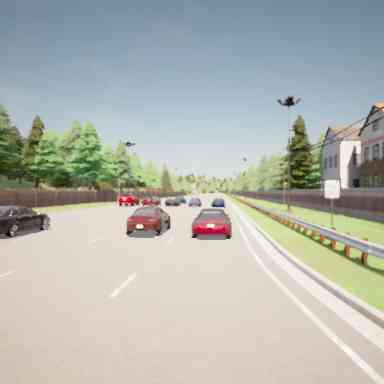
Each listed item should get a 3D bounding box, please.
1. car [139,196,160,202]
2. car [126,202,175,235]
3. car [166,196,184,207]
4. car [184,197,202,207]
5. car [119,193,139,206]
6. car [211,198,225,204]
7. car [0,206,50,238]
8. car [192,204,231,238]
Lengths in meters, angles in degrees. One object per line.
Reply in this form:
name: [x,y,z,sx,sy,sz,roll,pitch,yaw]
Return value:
car: [-6.436,1.348,52.911,2.097,1.767,4.553,0,0,5]
car: [-2.363,1.524,18.671,1.812,1.442,4.674,0,0,5]
car: [-2.948,1.566,52.631,1.994,1.385,4.181,0,0,5]
car: [0.502,1.556,51.906,2.033,1.411,5.357,0,0,5]
car: [-9.954,1.211,52.866,2.150,2.045,5.566,0,0,5]
car: [3.945,1.578,49.986,1.994,1.385,4.181,0,0,5]
car: [-9.463,1.492,17.736,1.837,1.490,4.892,0,1,5]
car: [1.082,1.569,17.788,1.994,1.385,4.181,0,0,5]
